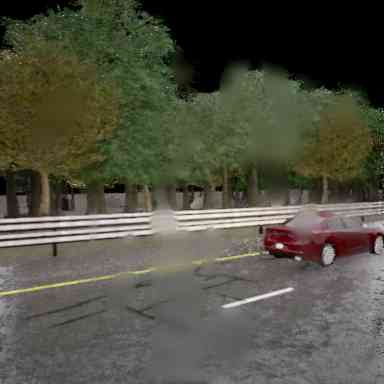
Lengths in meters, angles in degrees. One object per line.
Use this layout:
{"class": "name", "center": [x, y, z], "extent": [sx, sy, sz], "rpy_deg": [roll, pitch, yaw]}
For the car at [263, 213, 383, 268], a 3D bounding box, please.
{"class": "car", "center": [4.618, 1.444, 11.319], "extent": [5.008, 1.535, 1.882], "rpy_deg": [0, 0, -35]}
